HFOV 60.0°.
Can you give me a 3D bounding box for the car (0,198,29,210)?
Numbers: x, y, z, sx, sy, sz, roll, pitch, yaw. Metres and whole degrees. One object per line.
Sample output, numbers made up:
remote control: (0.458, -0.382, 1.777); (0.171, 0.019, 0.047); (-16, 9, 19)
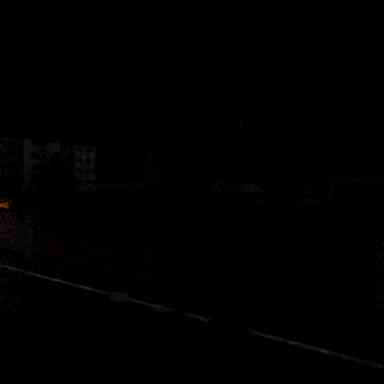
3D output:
car: (-22.720, 1.468, 42.188); (1.882, 1.535, 5.008); (0, 0, 4)
